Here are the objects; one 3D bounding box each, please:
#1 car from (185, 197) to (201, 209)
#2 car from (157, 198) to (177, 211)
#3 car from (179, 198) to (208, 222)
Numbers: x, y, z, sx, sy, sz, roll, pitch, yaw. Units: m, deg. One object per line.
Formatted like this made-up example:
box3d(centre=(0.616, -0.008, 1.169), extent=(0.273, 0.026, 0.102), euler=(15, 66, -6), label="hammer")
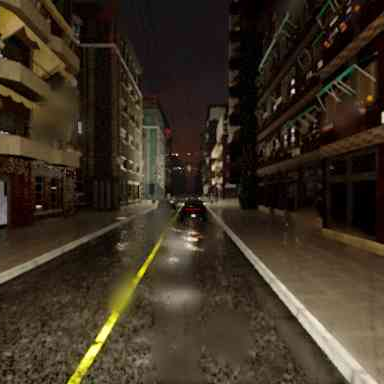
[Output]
box3d(centre=(0.103, 1.348, 41.087), extent=(1.895, 1.301, 4.718), euler=(0, 0, 0), label="car")
box3d(centre=(-2.750, 1.333, 37.519), extent=(1.994, 1.385, 4.181), euler=(0, 0, 0), label="car")
box3d(centre=(0.101, 1.343, 24.739), extent=(1.837, 1.490, 4.892), euler=(0, 0, 0), label="car")
